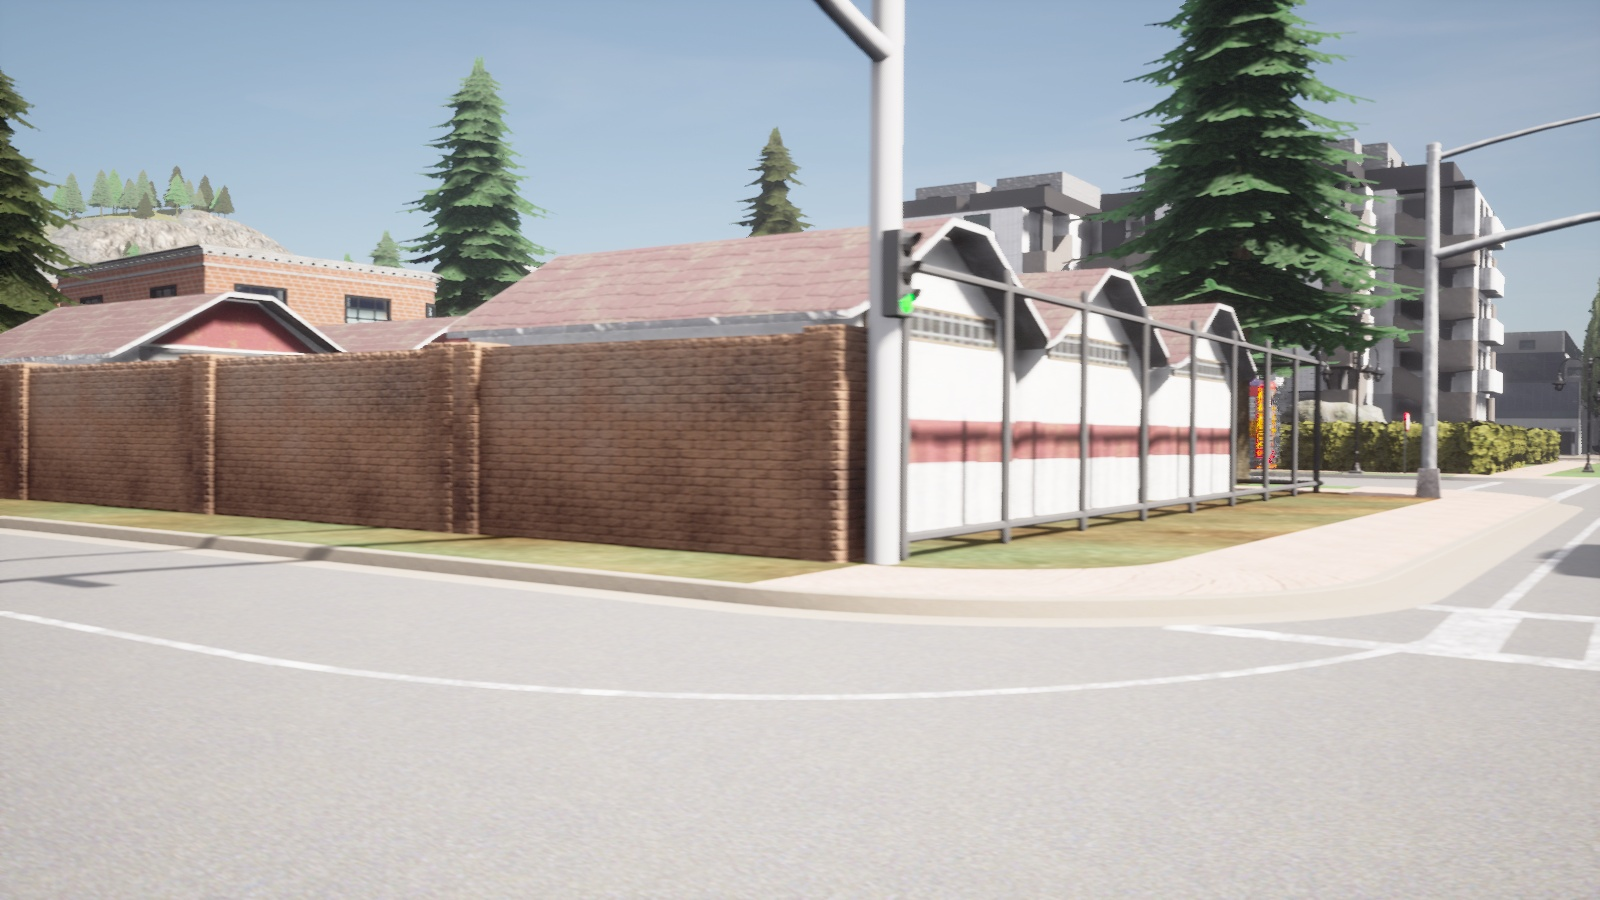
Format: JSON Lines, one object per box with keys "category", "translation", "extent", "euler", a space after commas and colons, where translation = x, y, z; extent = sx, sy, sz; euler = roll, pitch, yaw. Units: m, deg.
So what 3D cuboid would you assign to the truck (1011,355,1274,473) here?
{"category": "truck", "translation": [11.988, -1.185, 44.419], "extent": [8.468, 3.827, 2.891], "euler": [0, 1, 33]}
